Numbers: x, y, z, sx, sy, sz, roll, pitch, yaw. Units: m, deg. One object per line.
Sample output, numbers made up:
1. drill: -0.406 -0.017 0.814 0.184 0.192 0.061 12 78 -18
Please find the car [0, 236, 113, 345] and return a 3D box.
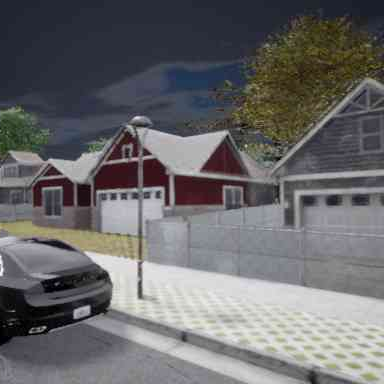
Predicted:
1. car: -3.657 1.656 6.648 4.892 1.490 1.837 -1 -2 37
